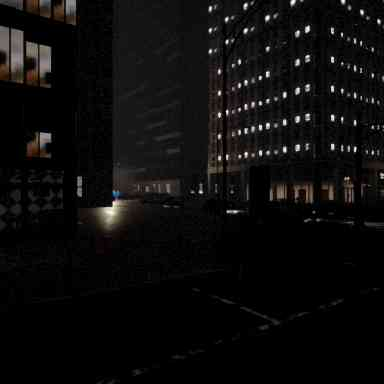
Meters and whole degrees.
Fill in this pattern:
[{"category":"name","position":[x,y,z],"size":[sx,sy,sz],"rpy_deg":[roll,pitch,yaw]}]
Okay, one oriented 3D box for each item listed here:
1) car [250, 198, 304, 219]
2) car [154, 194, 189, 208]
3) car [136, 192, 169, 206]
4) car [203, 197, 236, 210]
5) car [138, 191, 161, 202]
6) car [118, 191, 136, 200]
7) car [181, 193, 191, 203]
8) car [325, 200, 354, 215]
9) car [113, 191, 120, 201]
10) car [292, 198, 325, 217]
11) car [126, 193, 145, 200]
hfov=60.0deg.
[{"category":"car","position":[6.389,1.399,26.546],"size":[1.802,1.307,4.206],"rpy_deg":[1,0,-32]},{"category":"car","position":[-2.509,1.211,40.500],"size":[1.802,1.307,4.206],"rpy_deg":[1,0,-33]},{"category":"car","position":[-5.459,1.094,44.996],"size":[1.752,1.417,4.829],"rpy_deg":[1,0,-33]},{"category":"car","position":[2.987,1.258,36.658],"size":[1.994,1.385,4.181],"rpy_deg":[0,1,-33]},{"category":"car","position":[-7.324,0.779,57.543],"size":[2.097,1.767,4.553],"rpy_deg":[0,1,-35]},{"category":"car","position":[-13.144,0.876,65.716],"size":[1.994,1.385,4.181],"rpy_deg":[0,1,-36]},{"category":"car","position":[-1.892,0.926,54.336],"size":[1.967,1.590,4.097],"rpy_deg":[1,0,-35]},{"category":"car","position":[13.007,1.377,31.239],"size":[1.802,1.307,4.206],"rpy_deg":[1,0,-32]},{"category":"car","position":[-15.008,0.919,58.874],"size":[1.887,1.381,4.507],"rpy_deg":[1,0,-35]},{"category":"car","position":[8.292,1.298,28.268],"size":[2.128,1.511,4.902],"rpy_deg":[0,1,-32]},{"category":"car","position":[-11.540,0.864,67.781],"size":[1.947,1.339,4.313],"rpy_deg":[1,0,-36]}]
